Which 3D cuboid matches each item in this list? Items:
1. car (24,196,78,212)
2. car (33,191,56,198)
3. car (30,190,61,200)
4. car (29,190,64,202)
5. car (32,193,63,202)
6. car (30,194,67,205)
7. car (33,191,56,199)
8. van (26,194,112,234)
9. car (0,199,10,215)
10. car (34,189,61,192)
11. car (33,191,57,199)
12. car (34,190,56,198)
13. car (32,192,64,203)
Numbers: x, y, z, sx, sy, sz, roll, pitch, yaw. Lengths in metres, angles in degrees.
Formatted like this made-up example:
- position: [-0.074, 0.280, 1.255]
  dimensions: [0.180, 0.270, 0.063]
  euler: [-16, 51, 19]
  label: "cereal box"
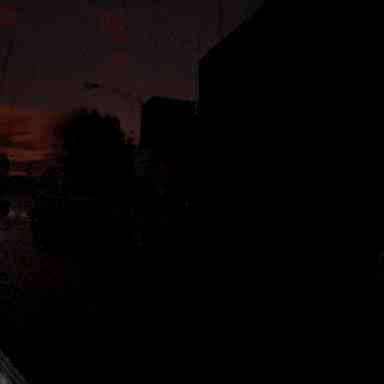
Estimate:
- position: [-15.981, 1.320, 37.943]
  dimensions: [1.946, 1.575, 5.366]
  euler: [2, 0, 45]
  label: "car"
- position: [-38.674, 0.657, 87.054]
  dimensions: [2.097, 1.535, 5.008]
  euler: [1, 0, 45]
  label: "car"
- position: [-31.078, 0.600, 70.695]
  dimensions: [5.566, 2.045, 2.435]
  euler: [2, 0, -45]
  label: "car"
- position: [-27.270, 0.709, 62.522]
  dimensions: [2.435, 2.045, 5.566]
  euler: [2, 0, 45]
  label: "car"
- position: [-26.014, 1.038, 59.826]
  dimensions: [4.674, 1.452, 2.002]
  euler: [2, 0, -45]
  label: "car"
- position: [-22.232, 1.145, 51.641]
  dimensions: [4.792, 1.488, 2.163]
  euler: [2, 0, -45]
  label: "car"
- position: [-34.885, 0.625, 78.868]
  dimensions: [4.553, 1.767, 2.185]
  euler: [2, 0, -45]
  label: "car"
- position: [-6.750, 1.283, 19.185]
  dimensions: [1.878, 1.987, 4.442]
  euler: [0, -1, 44]
  label: "van"
- position: [-18.346, 1.353, 31.157]
  dimensions: [1.837, 1.490, 4.892]
  euler: [1, 0, -25]
  label: "car"
- position: [-23.449, 0.952, 54.402]
  dimensions: [4.553, 1.767, 2.185]
  euler: [2, 0, -45]
  label: "car"
- position: [-33.621, 0.658, 76.146]
  dimensions: [4.553, 1.767, 2.185]
  euler: [2, 0, -45]
  label: "car"
- position: [-37.365, 0.564, 84.350]
  dimensions: [2.185, 1.767, 4.553]
  euler: [2, 0, 45]
  label: "car"
- position: [-24.715, 0.912, 57.123]
  dimensions: [4.553, 1.767, 2.185]
  euler: [2, 0, -45]
  label: "car"
